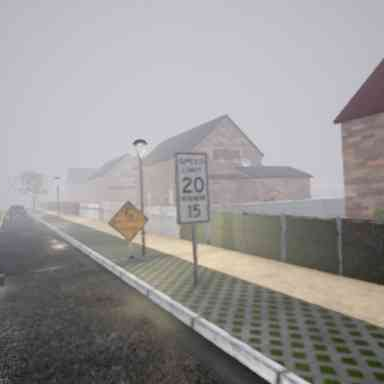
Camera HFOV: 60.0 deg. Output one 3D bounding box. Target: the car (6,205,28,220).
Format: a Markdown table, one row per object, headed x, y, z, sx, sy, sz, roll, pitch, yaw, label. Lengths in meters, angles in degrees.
| x | y | z | sx | sy | sz | roll | pitch | yaw | label |
| --- | --- | --- | --- | --- | --- | --- | --- | --- | --- |
| -19.643 | 2.288 | 37.424 | 1.837 | 1.490 | 4.892 | -2 | 0 | -29 | car |

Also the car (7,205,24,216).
| x | y | z | sx | sy | sz | roll | pitch | yaw | label |
| --- | --- | --- | --- | --- | --- | --- | --- | --- | --- |
| -25.684 | 2.621 | 48.362 | 2.033 | 1.411 | 5.357 | -2 | 0 | -29 | car |

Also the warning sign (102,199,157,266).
| x | y | z | sx | sy | sz | roll | pitch | yaw | label |
| --- | --- | --- | --- | --- | --- | --- | --- | --- | --- |
| -1.945 | 1.181 | 10.320 | 1.300 | 1.860 | 1.060 | -3 | -1 | -29 | warning sign |
